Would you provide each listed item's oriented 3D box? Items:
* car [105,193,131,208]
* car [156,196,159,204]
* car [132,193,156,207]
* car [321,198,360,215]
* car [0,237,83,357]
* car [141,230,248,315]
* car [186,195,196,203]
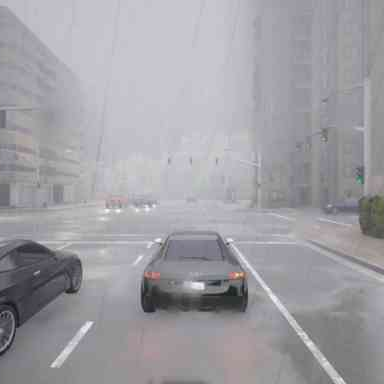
[{"bbox_3d":[-10.698,1.220,47.506,2.150,2.045,5.566,0,0,0],"label":"car"},{"bbox_3d":[-7.193,1.490,60.662,2.128,1.511,4.902,0,0,0],"label":"car"},{"bbox_3d":[-7.203,1.220,50.638,2.150,2.045,5.566,0,0,0],"label":"car"},{"bbox_3d":[15.514,1.351,33.689,4.553,1.767,2.097,0,0,1],"label":"car"},{"bbox_3d":[-3.460,1.526,5.848,1.812,1.442,4.674,0,0,0],"label":"car"},{"bbox_3d":[0.049,1.564,7.650,1.994,1.385,4.181,0,0,0],"label":"car"},{"bbox_3d":[-0.150,1.354,72.566,2.097,1.767,4.553,0,0,0],"label":"car"}]
